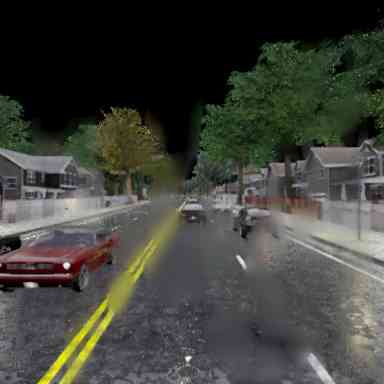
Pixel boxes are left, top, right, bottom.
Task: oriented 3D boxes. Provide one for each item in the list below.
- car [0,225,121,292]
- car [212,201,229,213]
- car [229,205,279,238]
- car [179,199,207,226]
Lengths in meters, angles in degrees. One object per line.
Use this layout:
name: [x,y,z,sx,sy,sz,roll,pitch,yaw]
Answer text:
car: [-3.338,1.624,9.099,1.895,1.301,4.718,0,0,0]
car: [3.344,1.676,38.839,1.895,1.301,4.718,0,0,0]
car: [3.342,1.552,18.039,1.837,1.490,4.892,0,0,0]
car: [0.095,1.535,24.079,1.882,1.535,5.008,0,0,0]
